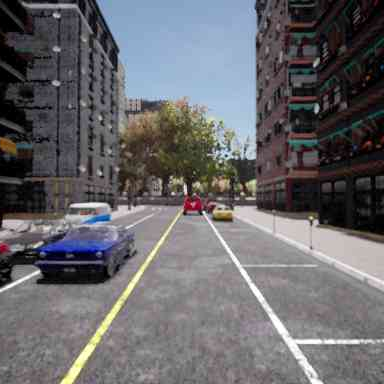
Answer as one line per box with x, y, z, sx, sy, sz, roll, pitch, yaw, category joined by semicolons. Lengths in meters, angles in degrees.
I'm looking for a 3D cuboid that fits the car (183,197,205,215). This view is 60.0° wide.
0.094;1.600;39.410;2.150;2.045;5.566;0;-1;-1;car

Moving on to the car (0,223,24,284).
-5.642;1.508;6.988;1.967;1.590;4.097;1;-1;0;car

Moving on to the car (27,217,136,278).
-3.100;1.704;10.647;1.895;1.301;4.718;0;-1;0;car

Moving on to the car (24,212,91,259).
-5.645;1.673;12.683;2.008;1.369;4.403;1;-1;0;car

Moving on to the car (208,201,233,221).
2.703;1.814;30.003;1.752;1.417;4.829;1;-1;0;car

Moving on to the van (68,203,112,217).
-5.641;1.518;18.381;1.690;1.788;3.998;1;-1;0;van

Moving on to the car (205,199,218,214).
2.703;1.941;41.226;1.887;1.381;4.507;1;-1;0;car
